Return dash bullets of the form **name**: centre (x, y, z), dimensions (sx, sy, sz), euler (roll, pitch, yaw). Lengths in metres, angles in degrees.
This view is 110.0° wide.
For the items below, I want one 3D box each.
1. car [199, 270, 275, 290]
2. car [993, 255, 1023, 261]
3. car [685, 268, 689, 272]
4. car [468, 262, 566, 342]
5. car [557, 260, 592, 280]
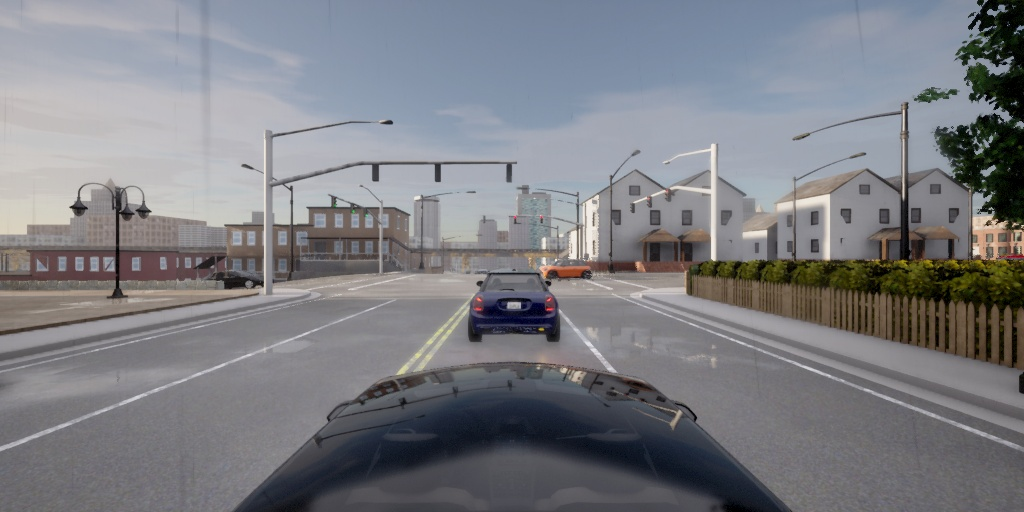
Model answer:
- **car**: centre (-20.506, 1.789, 26.777), dimensions (4.892, 1.490, 1.837), euler (-5, 0, -1)
- **car**: centre (41.449, 0.971, 27.774), dimensions (5.566, 2.045, 2.150), euler (0, 0, -1)
- **car**: centre (17.595, 1.240, 31.088), dimensions (4.902, 1.511, 2.128), euler (0, 0, -1)
- **car**: centre (0.056, 1.102, 9.967), dimensions (2.097, 1.767, 4.553), euler (0, 0, 0)
- **car**: centre (4.251, 1.094, 29.716), dimensions (4.553, 1.767, 2.097), euler (0, 0, -17)
